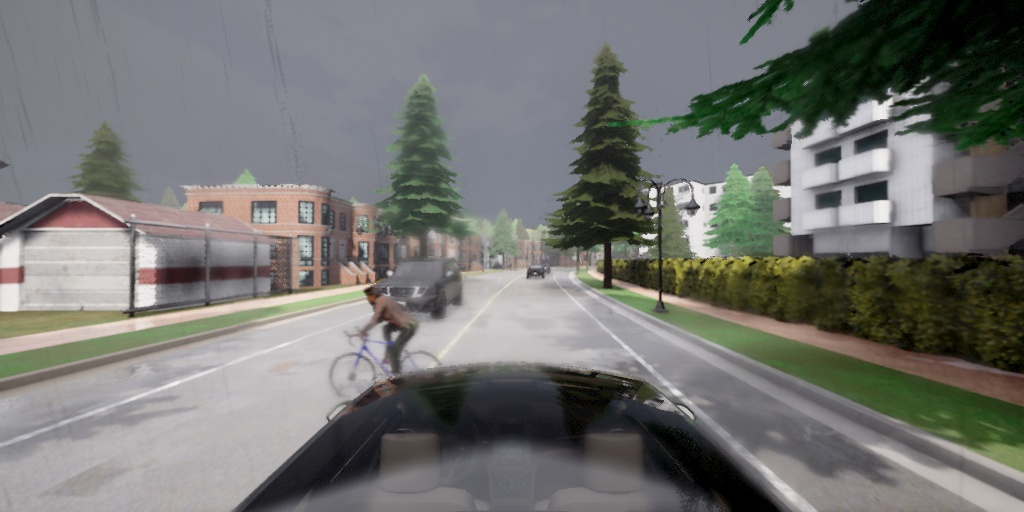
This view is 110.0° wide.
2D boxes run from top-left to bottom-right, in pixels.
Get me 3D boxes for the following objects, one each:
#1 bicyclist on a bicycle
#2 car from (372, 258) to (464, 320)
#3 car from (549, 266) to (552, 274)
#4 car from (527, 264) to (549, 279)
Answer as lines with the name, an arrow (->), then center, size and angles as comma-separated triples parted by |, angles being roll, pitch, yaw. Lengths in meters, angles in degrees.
bicyclist on a bicycle -> -1.799, 1.244, 5.103 | 1.656, 1.620, 0.582 | -2, -1, 1
car -> -3.280, 1.109, 13.718 | 2.150, 2.045, 5.566 | 0, 0, 2
car -> 4.593, 1.828, 51.190 | 2.128, 1.511, 4.902 | 0, -1, 10
car -> 2.721, 1.673, 39.329 | 1.882, 1.535, 5.008 | 0, -1, 8
